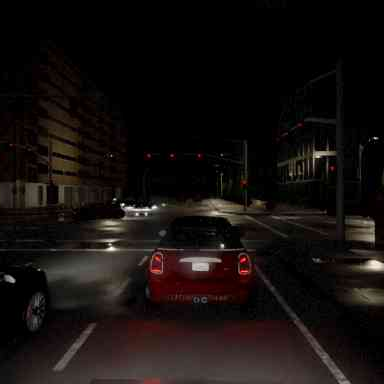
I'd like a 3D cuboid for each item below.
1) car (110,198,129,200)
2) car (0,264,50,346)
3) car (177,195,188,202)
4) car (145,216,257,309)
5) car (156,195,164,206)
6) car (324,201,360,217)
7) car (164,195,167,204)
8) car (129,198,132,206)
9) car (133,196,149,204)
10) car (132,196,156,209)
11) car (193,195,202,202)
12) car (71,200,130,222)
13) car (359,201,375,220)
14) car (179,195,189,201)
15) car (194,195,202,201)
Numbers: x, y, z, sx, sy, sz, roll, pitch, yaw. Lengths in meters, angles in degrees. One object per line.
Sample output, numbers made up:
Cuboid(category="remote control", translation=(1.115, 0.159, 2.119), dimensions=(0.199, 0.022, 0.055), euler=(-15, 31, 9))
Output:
Cuboid(category="car", translation=(-10.169, 1.564, 44.076), dimensions=(1.994, 1.385, 4.181), euler=(0, 0, 1))
Cuboid(category="car", translation=(-3.397, 1.492, 3.814), dimensions=(2.128, 1.511, 4.902), euler=(0, 0, 1))
Cuboid(category="car", translation=(-2.267, 1.541, 73.353), dimensions=(2.033, 1.411, 5.357), euler=(0, 0, 2))
Cuboid(category="car", translation=(0.218, 1.352, 8.043), dimensions=(2.097, 1.767, 4.553), euler=(0, 0, 2))
Cuboid(category="car", translation=(-6.415, 1.491, 54.963), dimensions=(2.128, 1.511, 4.902), euler=(0, 0, 2))
Cuboid(category="car", translation=(14.500, 1.547, 29.957), dimensions=(4.902, 1.511, 2.128), euler=(0, 0, 1))
Cuboid(category="car", translation=(-6.080, 1.352, 64.767), dimensions=(2.097, 1.767, 4.553), euler=(0, 0, 2))
Cuboid(category="car", translation=(-9.981, 1.601, 52.878), dimensions=(1.895, 1.301, 4.718), euler=(0, 0, 2))
Cuboid(category="car", translation=(-9.645, 1.491, 62.970), dimensions=(2.128, 1.511, 4.902), euler=(0, 0, 2))
Cuboid(category="car", translation=(-6.639, 1.564, 46.072), dimensions=(1.994, 1.385, 4.181), euler=(0, 0, 1))
Cuboid(category="car", translation=(1.233, 1.478, 73.764), dimensions=(1.882, 1.535, 5.008), euler=(0, 0, 2))
Cuboid(category="car", translation=(-7.602, 1.590, 27.124), dimensions=(4.181, 1.385, 1.994), euler=(0, 0, -39))
Cuboid(category="car", translation=(16.688, 1.603, 26.410), dimensions=(5.357, 1.411, 2.033), euler=(0, 0, 1))
Cuboid(category="car", translation=(-1.967, 1.525, 84.010), dimensions=(2.128, 1.511, 4.902), euler=(0, 0, 2))
Cuboid(category="car", translation=(1.532, 1.478, 83.918), dimensions=(1.882, 1.535, 5.008), euler=(0, 0, 2))
